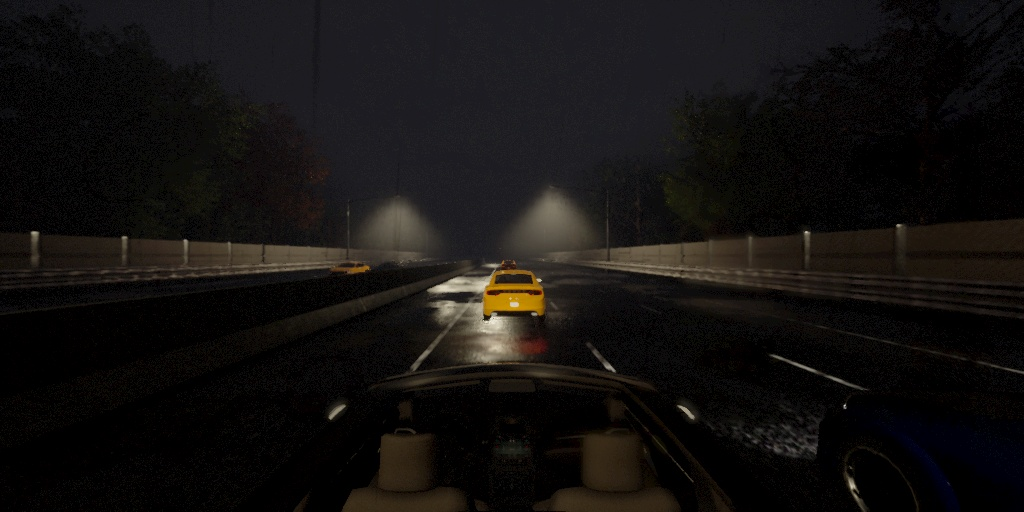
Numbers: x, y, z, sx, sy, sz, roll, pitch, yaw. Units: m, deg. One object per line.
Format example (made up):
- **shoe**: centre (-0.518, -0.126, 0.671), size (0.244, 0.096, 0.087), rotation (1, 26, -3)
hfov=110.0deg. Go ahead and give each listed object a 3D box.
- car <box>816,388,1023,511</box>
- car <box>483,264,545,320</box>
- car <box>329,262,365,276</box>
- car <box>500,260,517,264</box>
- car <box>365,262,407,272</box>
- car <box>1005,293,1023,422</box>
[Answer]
- **car**: centre (3.591, 1.313, 1.308), size (1.994, 1.385, 4.181), rotation (0, 0, 0)
- **car**: centre (0.053, 1.232, 12.681), size (1.882, 1.535, 5.008), rotation (0, 0, 0)
- **car**: centre (-14.267, 1.265, 31.686), size (1.882, 1.535, 5.008), rotation (0, 0, -1)
- **car**: centre (-0.418, 1.243, 43.516), size (1.882, 1.535, 5.008), rotation (0, 0, -1)
- **car**: centre (-10.768, 1.219, 31.748), size (2.033, 1.411, 5.357), rotation (0, 0, -1)
- **car**: centre (7.091, 1.226, 1.971), size (1.882, 1.535, 5.008), rotation (0, 0, 0)
